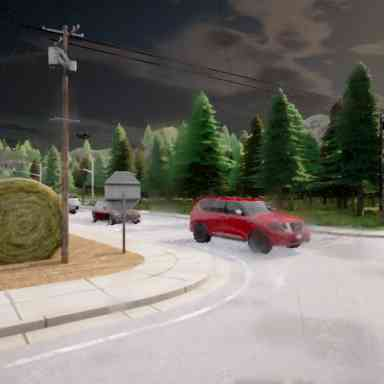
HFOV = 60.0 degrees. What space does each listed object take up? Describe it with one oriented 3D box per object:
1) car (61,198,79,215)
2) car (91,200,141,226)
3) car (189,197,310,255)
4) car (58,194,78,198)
[{"bbox_3d":[-13.253,1.598,33.626,1.994,1.385,4.181,0,0,-38],"label":"car"},{"bbox_3d":[-5.486,1.387,23.779,2.097,1.767,4.553,0,0,-38],"label":"car"},{"bbox_3d":[2.144,1.256,14.134,2.150,2.045,5.566,0,0,-39],"label":"car"},{"bbox_3d":[-16.661,1.256,43.793,2.150,2.045,5.566,0,0,-38],"label":"car"}]
